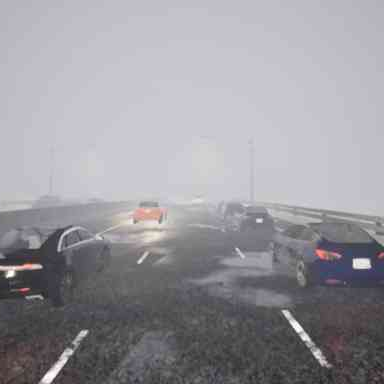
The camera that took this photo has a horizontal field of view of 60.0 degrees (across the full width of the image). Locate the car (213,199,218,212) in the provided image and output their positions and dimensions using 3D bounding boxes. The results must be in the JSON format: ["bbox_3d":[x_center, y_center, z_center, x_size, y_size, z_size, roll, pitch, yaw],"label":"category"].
[{"bbox_3d":[4.045,1.739,41.966,1.994,1.385,4.181,0,0,1],"label":"car"}]

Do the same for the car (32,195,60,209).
[{"bbox_3d":[-20.383,1.427,47.167,2.150,2.045,5.566,0,0,2],"label":"car"}]

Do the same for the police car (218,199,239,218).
[{"bbox_3d":[3.807,1.545,31.157,1.930,1.638,5.238,0,0,1],"label":"police car"}]

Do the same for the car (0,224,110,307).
[{"bbox_3d":[-3.367,1.518,8.007,2.128,1.511,4.902,0,0,0],"label":"car"}]

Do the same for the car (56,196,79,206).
[{"bbox_3d":[-16.879,1.699,47.302,2.128,1.511,4.902,0,-1,2],"label":"car"}]

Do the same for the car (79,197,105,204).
[{"bbox_3d":[-13.419,1.550,45.999,2.097,1.767,4.553,0,0,2],"label":"car"}]

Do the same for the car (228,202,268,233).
[{"bbox_3d":[3.633,1.576,20.155,2.163,1.488,4.792,0,0,1],"label":"car"}]

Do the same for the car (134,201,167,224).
[{"bbox_3d":[-3.173,1.447,26.058,2.097,1.767,4.553,0,0,1],"label":"car"}]

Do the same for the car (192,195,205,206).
[{"bbox_3d":[1.149,1.526,62.136,2.150,2.045,5.566,0,0,2],"label":"car"}]

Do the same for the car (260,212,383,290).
[{"bbox_3d":[3.530,1.536,9.233,2.163,1.488,4.792,0,0,0],"label":"car"}]

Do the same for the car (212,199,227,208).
[{"bbox_3d":[4.356,1.792,52.885,2.033,1.411,5.357,0,0,2],"label":"car"}]
